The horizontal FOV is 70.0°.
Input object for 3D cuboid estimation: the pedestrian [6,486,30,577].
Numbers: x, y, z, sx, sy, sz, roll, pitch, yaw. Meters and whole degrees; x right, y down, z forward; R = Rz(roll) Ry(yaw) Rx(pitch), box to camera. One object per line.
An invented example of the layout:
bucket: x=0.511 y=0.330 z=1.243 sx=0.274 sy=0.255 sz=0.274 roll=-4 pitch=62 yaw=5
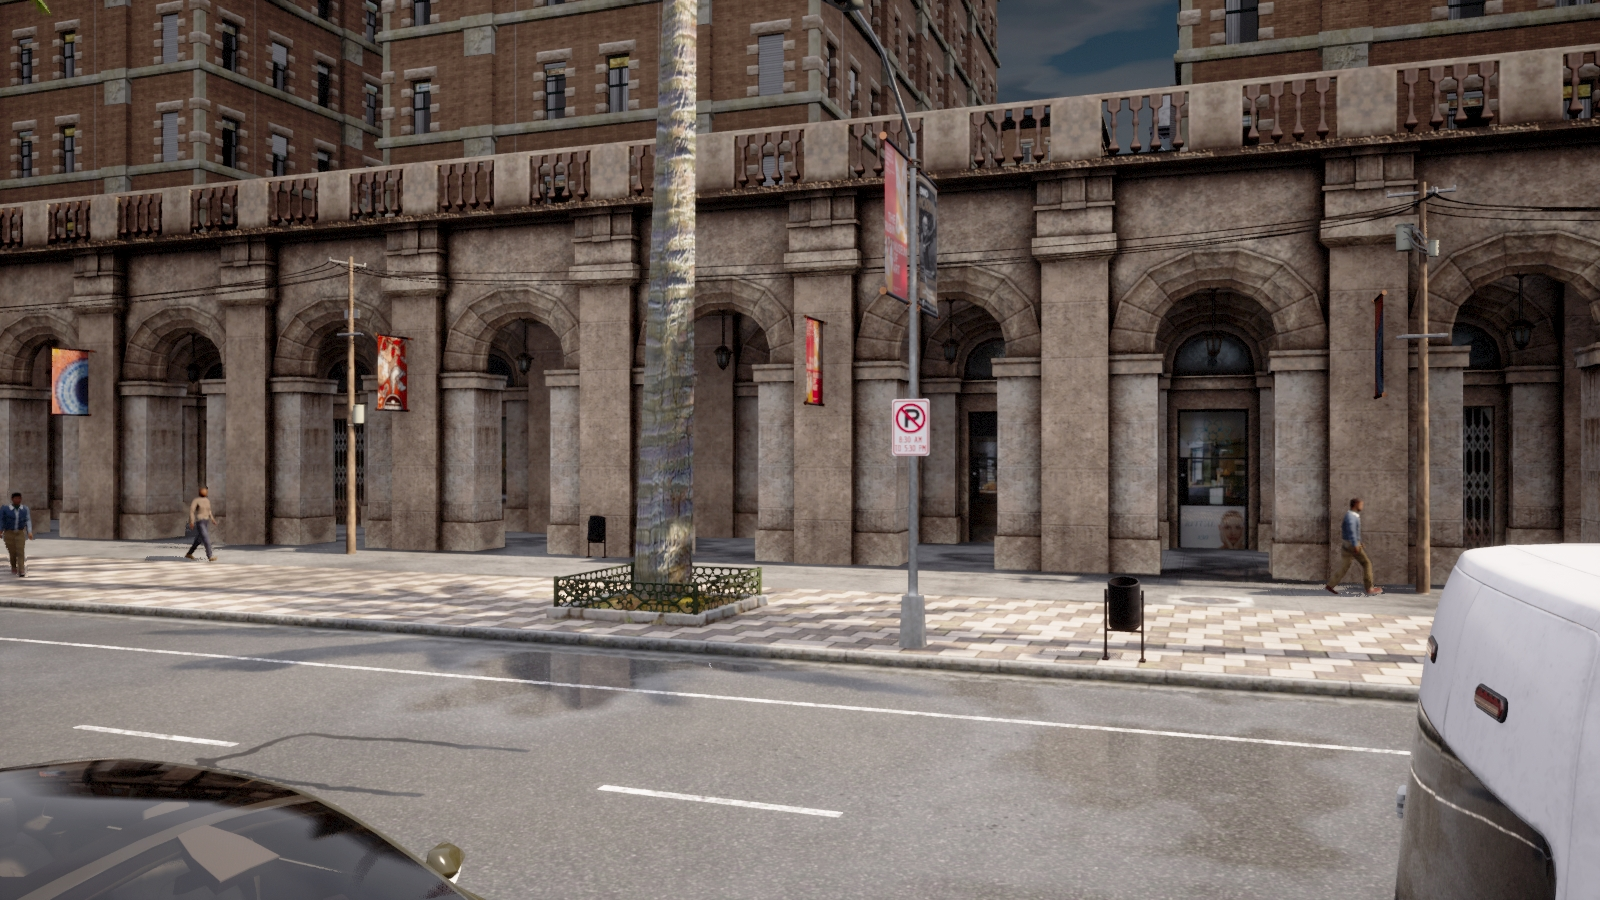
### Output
pedestrian: x=-16.356 y=1.696 z=23.897 sx=0.375 sy=1.860 sz=0.375 roll=0 pitch=0 yaw=-40

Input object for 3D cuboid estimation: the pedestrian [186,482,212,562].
pedestrian: x=-14.252 y=1.696 z=27.092 sx=0.375 sy=1.860 sz=0.375 roll=0 pitch=0 yaw=19

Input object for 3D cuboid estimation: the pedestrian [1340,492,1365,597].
pedestrian: x=9.954 y=1.696 z=20.592 sx=0.375 sy=1.860 sz=0.375 roll=0 pitch=0 yaw=20

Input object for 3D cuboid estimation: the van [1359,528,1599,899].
van: x=4.249 y=1.534 z=1.754 sx=5.915 sy=2.561 sz=1.988 roll=0 pitch=0 yaw=20

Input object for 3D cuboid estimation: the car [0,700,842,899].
car: x=-2.519 y=2.061 z=4.220 sx=4.892 sy=1.480 sz=2.231 roll=0 pitch=0 yaw=20
